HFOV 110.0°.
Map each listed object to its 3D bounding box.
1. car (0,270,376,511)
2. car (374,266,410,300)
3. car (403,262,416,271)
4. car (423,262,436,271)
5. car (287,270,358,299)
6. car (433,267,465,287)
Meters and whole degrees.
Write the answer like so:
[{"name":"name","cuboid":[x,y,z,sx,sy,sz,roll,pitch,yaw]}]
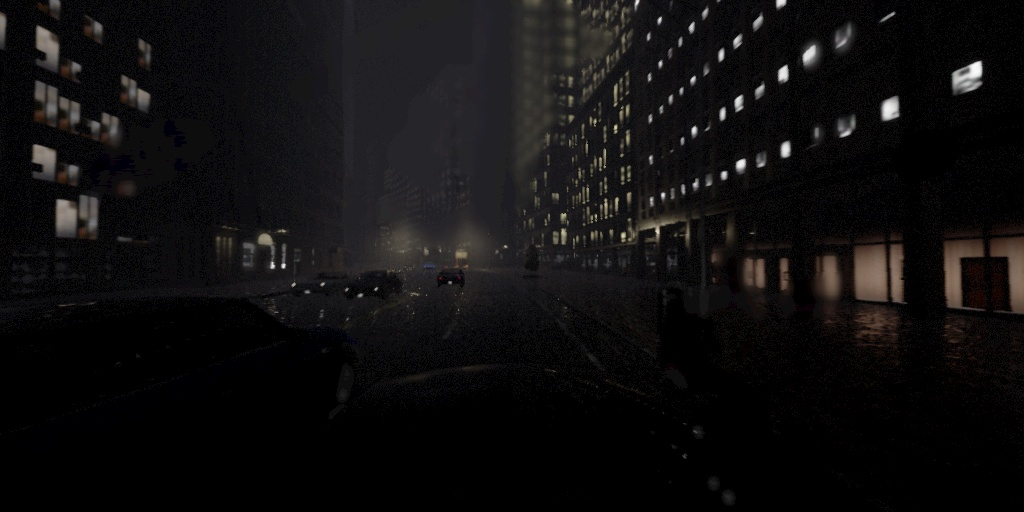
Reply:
[{"name":"car","cuboid":[-3.204,1.135,3.294,2.097,1.767,4.553,0,0,0]},{"name":"car","cuboid":[-7.260,1.476,19.390,2.033,1.411,5.357,0,0,-4]},{"name":"car","cuboid":[-17.502,1.780,61.287,1.837,1.490,4.892,0,0,-14]},{"name":"car","cuboid":[-13.816,1.745,59.991,1.882,1.535,5.008,0,-1,-13]},{"name":"car","cuboid":[-10.619,1.555,20.521,1.895,1.301,4.718,0,0,-5]},{"name":"car","cuboid":[-4.492,1.575,26.928,1.895,1.301,4.718,0,0,-6]}]
